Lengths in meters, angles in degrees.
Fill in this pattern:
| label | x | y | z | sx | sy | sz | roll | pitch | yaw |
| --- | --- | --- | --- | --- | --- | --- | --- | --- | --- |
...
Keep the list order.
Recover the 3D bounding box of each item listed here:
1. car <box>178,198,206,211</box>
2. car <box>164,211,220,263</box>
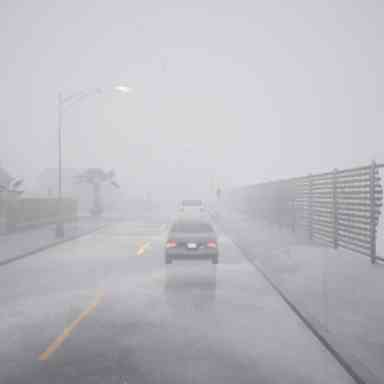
| label | x | y | z | sx | sy | sz | roll | pitch | yaw |
| --- | --- | --- | --- | --- | --- | --- | --- | --- | --- |
| car | 0.002 | 1.513 | 27.561 | 2.150 | 2.045 | 5.566 | 0 | 0 | 0 |
| car | 0.006 | 1.679 | 12.508 | 2.033 | 1.411 | 5.357 | 0 | -1 | 0 |
